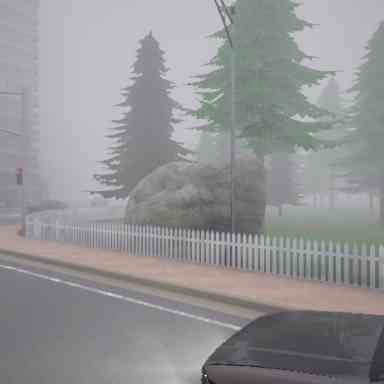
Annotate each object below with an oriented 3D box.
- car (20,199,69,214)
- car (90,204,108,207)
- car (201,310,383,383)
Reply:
[{"bbox_3d":[-15.301,1.491,34.954,2.033,1.411,5.357,0,0,17],"label":"car"},{"bbox_3d":[-13.527,1.545,48.827,1.895,1.301,4.718,0,0,-3],"label":"car"},{"bbox_3d":[2.614,1.547,2.126,5.357,1.411,2.033,0,0,35],"label":"car"}]
